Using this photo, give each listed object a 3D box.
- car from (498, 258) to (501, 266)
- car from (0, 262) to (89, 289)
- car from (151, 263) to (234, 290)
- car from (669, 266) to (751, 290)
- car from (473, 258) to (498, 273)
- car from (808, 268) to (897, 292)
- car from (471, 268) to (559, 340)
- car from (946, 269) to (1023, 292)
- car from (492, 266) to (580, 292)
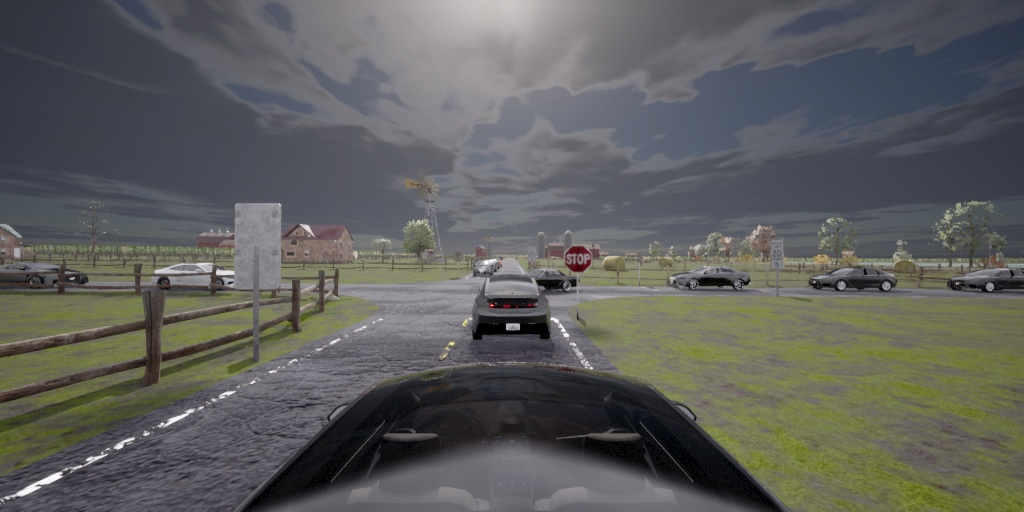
[{"bbox_3d":[-2.869,1.241,46.150,2.128,1.511,4.902,0,0,0],"label":"car"},{"bbox_3d":[-26.370,1.048,19.843,4.181,1.385,1.994,1,-1,-1],"label":"car"},{"bbox_3d":[-17.250,1.104,19.968,4.674,1.442,1.812,1,-1,-1],"label":"car"},{"bbox_3d":[12.790,1.397,23.298,4.902,1.511,2.128,1,-1,-2],"label":"car"},{"bbox_3d":[-2.873,1.243,36.704,2.128,1.511,4.902,0,0,0],"label":"car"},{"bbox_3d":[22.192,1.499,23.473,4.892,1.490,1.837,1,-1,-1],"label":"car"},{"bbox_3d":[-0.077,1.256,10.018,1.837,1.490,4.892,0,0,-2],"label":"car"},{"bbox_3d":[31.694,1.587,23.597,4.892,1.490,1.837,1,-1,-1],"label":"car"},{"bbox_3d":[1.493,1.369,20.065,4.718,1.301,1.895,1,0,-35],"label":"car"}]
